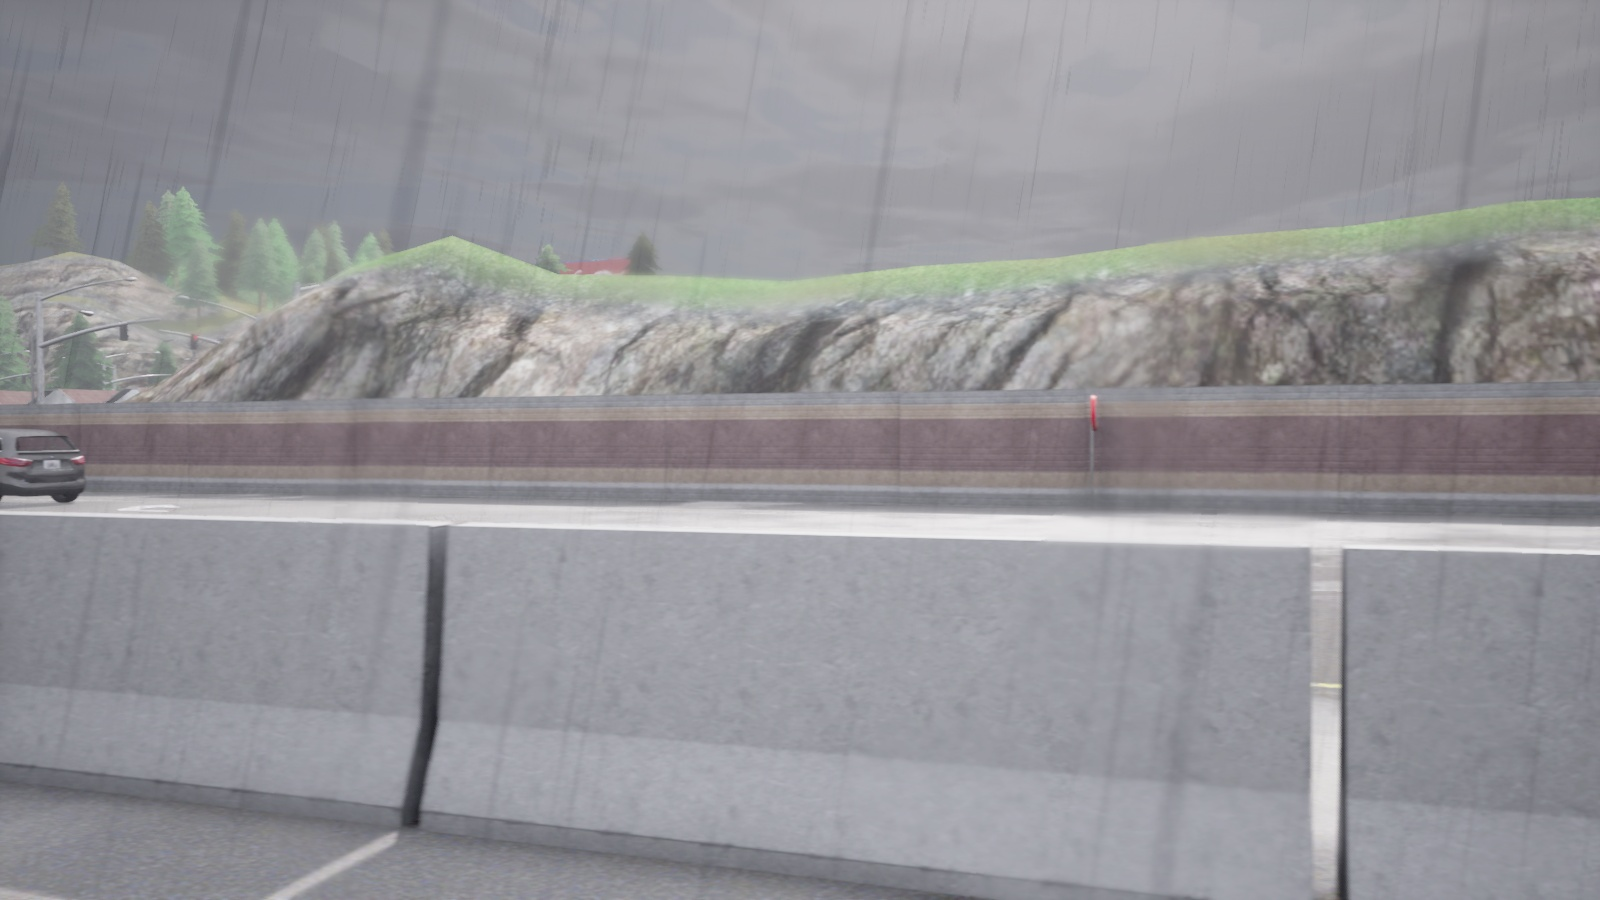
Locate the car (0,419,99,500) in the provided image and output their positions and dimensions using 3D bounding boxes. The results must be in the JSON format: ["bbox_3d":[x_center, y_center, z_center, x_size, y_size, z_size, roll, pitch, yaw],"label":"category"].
[{"bbox_3d":[-18.245,0.157,27.796,4.611,1.667,2.242,1,1,18],"label":"car"}]
